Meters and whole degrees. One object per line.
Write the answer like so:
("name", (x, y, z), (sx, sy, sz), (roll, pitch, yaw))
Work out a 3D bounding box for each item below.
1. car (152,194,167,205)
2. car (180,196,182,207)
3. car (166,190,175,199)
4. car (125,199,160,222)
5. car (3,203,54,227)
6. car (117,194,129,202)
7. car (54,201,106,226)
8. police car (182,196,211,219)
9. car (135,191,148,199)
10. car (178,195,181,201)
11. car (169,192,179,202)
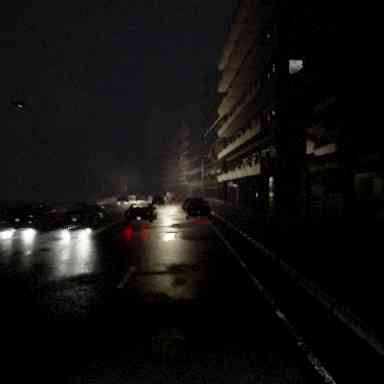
("car", (-5.100, 1.210, 50.077), (1.812, 1.442, 4.674), (0, 0, -4))
("car", (-0.071, 1.290, 36.777), (1.812, 1.442, 4.674), (0, 0, -3))
("car", (-5.236, 0.600, 83.242), (2.150, 2.045, 5.566), (0, 0, -7))
("car", (-3.626, 1.445, 24.359), (1.895, 1.301, 4.718), (0, 0, -2))
("car", (-10.239, 1.431, 21.384), (1.994, 1.385, 4.181), (0, 0, -2))
("car", (-12.753, 1.166, 62.136), (2.033, 1.411, 5.357), (0, 0, -5))
("car", (-7.007, 1.352, 22.037), (2.128, 1.511, 4.902), (0, 0, -2))
("police car", (0.413, 1.251, 26.812), (1.930, 1.638, 5.238), (0, 0, -2))
("car", (-9.641, 0.830, 63.661), (2.150, 2.045, 5.566), (0, 1, -5))
("car", (-0.435, 1.252, 42.820), (1.812, 1.442, 4.674), (0, 0, -4))
("car", (-2.825, 1.144, 61.096), (1.812, 1.442, 4.674), (0, 0, -6))
